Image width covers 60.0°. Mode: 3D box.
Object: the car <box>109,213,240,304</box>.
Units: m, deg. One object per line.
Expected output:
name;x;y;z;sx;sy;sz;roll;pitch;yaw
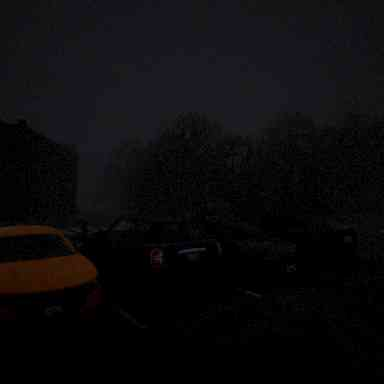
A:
car;-1.211;1.346;8.543;2.185;1.767;4.553;0;0;-35

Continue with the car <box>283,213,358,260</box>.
car;3.290;1.470;11.826;2.163;1.488;4.792;0;0;-35

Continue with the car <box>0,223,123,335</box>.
car;-3.495;1.480;6.960;2.097;1.535;5.008;0;0;-35

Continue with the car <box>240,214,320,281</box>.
car;1.057;1.486;10.162;2.163;1.488;4.792;0;0;-35
